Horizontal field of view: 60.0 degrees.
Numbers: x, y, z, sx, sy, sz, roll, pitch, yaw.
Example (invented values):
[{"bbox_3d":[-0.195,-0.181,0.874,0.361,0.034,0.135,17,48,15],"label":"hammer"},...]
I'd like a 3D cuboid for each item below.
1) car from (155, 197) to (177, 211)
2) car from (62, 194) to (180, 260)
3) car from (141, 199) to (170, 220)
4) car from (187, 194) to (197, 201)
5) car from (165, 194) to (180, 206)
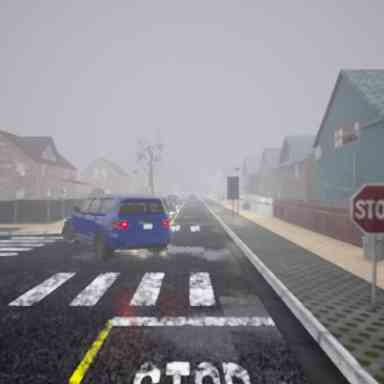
[{"bbox_3d":[-2.819,1.267,36.885,2.033,1.411,5.357,0,0,0],"label":"car"},{"bbox_3d":[-2.965,1.126,12.394,2.150,2.045,5.566,1,0,-37],"label":"car"},{"bbox_3d":[-2.827,1.321,26.594,1.812,1.442,4.674,0,0,0],"label":"car"},{"bbox_3d":[0.050,1.029,66.850,1.812,1.442,4.674,0,0,0],"label":"car"},{"bbox_3d":[-2.805,1.135,48.991,1.837,1.490,4.892,0,0,0],"label":"car"}]
